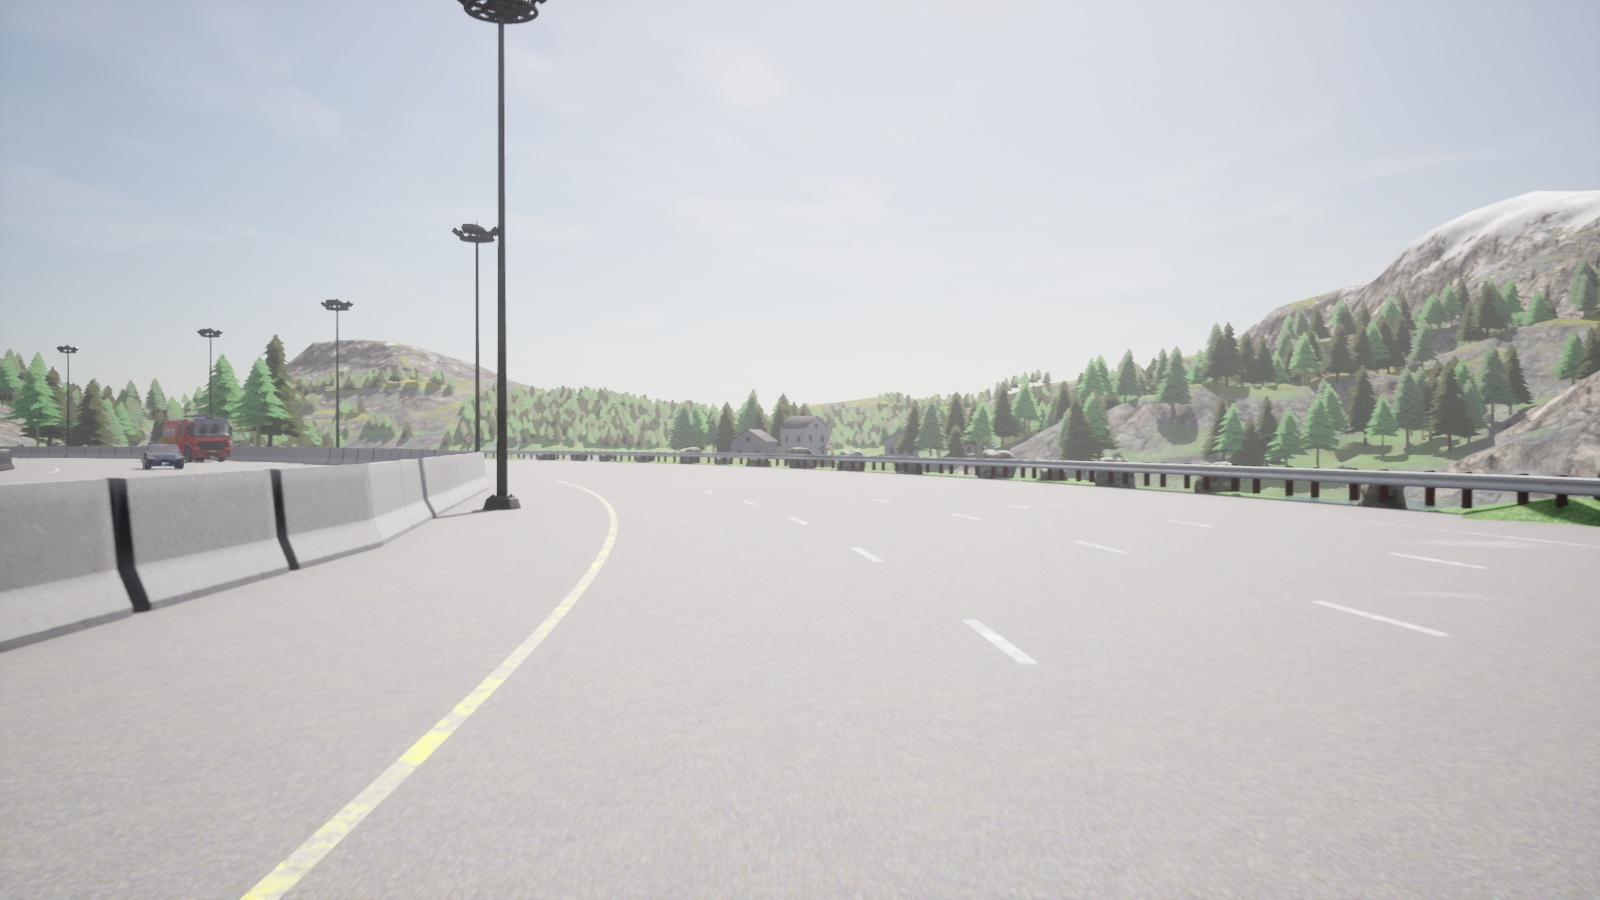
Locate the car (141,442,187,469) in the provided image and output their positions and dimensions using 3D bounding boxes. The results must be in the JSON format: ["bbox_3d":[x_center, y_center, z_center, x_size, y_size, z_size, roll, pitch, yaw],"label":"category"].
[{"bbox_3d":[-36.627,0.313,72.240,2.163,1.488,4.792,0,0,-30],"label":"car"}]
